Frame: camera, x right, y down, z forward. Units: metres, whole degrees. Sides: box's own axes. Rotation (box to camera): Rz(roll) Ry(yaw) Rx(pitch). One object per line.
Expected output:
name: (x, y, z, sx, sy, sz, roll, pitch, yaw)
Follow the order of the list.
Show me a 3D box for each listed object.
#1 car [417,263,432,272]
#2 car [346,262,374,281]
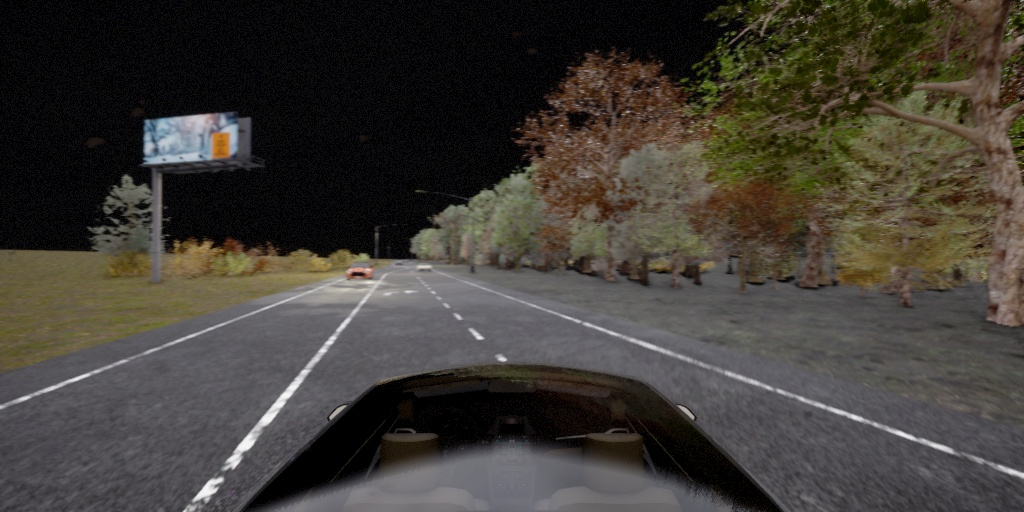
car: (-13.391, 1.744, 54.642, 1.895, 1.301, 4.718, 0, 0, -18)
car: (-14.090, 1.334, 33.435, 2.097, 1.767, 4.553, 0, 0, -18)
